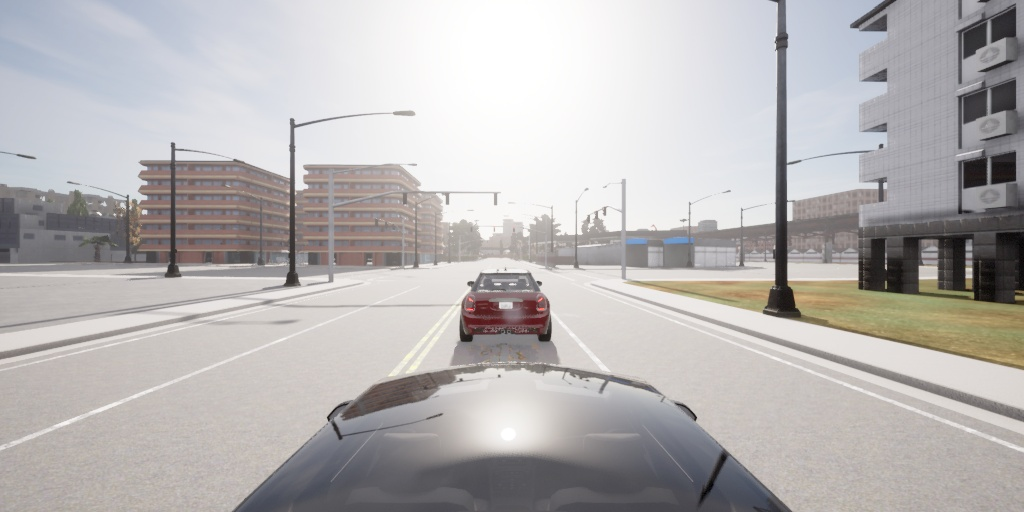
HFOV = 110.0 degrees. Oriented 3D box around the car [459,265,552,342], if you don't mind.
[{"bbox_3d":[-0.196,1.102,9.965,2.097,1.767,4.553,0,0,-2],"label":"car"}]
